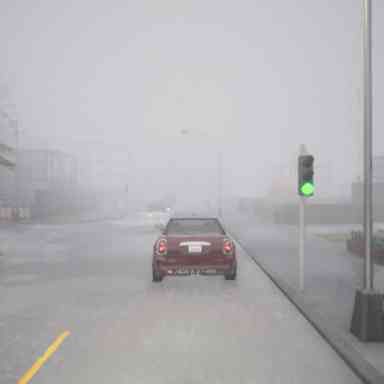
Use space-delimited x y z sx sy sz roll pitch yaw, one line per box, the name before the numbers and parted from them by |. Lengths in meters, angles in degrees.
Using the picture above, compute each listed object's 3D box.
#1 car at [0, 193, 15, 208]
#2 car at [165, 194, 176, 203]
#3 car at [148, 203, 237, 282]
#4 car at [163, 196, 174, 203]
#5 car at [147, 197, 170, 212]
car | -19.744 1.039 33.247 1.905 1.878 3.866 0 0 35
car | -3.986 1.318 59.490 2.150 2.045 5.566 0 0 0
car | -0.030 1.368 9.976 2.097 1.767 4.553 0 0 -3
car | -4.057 1.680 49.096 1.895 1.301 4.718 0 0 0
car | -4.080 1.627 39.193 1.994 1.385 4.181 0 0 0
